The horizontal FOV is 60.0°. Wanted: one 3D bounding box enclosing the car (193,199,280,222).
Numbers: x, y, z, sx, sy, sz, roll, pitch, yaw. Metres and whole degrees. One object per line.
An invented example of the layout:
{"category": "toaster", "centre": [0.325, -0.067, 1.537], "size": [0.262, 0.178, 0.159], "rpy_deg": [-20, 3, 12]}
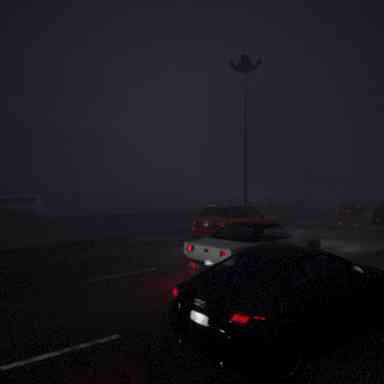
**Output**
{"category": "car", "centre": [2.135, 1.359, 15.211], "size": [4.553, 1.767, 2.097], "rpy_deg": [0, 0, -43]}

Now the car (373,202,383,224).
{"category": "car", "centre": [14.458, 1.452, 24.134], "size": [1.882, 1.535, 5.008], "rpy_deg": [0, 0, 36]}

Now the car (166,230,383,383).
{"category": "car", "centre": [1.664, 1.564, 5.463], "size": [4.181, 1.385, 1.994], "rpy_deg": [0, 0, -38]}

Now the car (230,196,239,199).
{"category": "car", "centre": [7.590, 1.520, 59.575], "size": [2.128, 1.511, 4.902], "rpy_deg": [0, 0, 13]}

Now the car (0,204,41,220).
{"category": "car", "centre": [-12.509, 1.661, 21.057], "size": [4.718, 1.301, 1.895], "rpy_deg": [0, 0, -39]}

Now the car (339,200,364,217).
{"category": "car", "centre": [15.183, 1.505, 31.563], "size": [1.812, 1.442, 4.674], "rpy_deg": [0, 0, 32]}

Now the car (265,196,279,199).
{"category": "car", "centre": [12.094, 1.357, 50.110], "size": [2.097, 1.767, 4.553], "rpy_deg": [0, 0, 19]}

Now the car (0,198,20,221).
{"category": "car", "centre": [-16.590, 1.431, 26.804], "size": [4.553, 1.767, 2.097], "rpy_deg": [0, 0, -40]}

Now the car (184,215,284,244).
{"category": "car", "centre": [2.093, 1.604, 10.338], "size": [4.718, 1.301, 1.895], "rpy_deg": [0, 0, -42]}

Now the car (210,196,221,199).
{"category": "car", "centre": [4.420, 1.545, 61.397], "size": [1.837, 1.490, 4.892], "rpy_deg": [0, 0, 13]}

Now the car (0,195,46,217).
{"category": "car", "centre": [-13.775, 1.289, 24.523], "size": [5.566, 2.045, 2.150], "rpy_deg": [0, 0, -40]}

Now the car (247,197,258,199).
{"category": "car", "centre": [9.969, 1.494, 54.849], "size": [1.882, 1.535, 5.008], "rpy_deg": [0, 0, 16]}
